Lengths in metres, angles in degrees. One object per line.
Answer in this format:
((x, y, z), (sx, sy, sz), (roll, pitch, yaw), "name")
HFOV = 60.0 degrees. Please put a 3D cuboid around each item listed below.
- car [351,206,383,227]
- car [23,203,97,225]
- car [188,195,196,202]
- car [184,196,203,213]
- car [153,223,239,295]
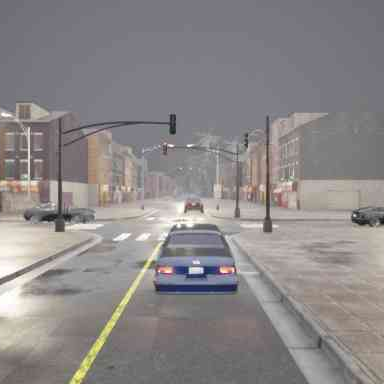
((12.351, 1.522, 21.002), (4.313, 1.339, 1.947), (0, 0, 0), "car")
((-9.286, 1.522, 23.562), (4.902, 1.511, 2.128), (0, 0, 0), "car")
((0.002, 1.548, 75.819), (1.882, 1.535, 5.008), (0, 0, 0), "car")
((0.155, 1.374, 37.962), (2.097, 1.767, 4.553), (0, 0, 0), "car")
((0.080, 1.549, 8.885), (2.033, 1.411, 5.357), (0, 0, 0), "car")
